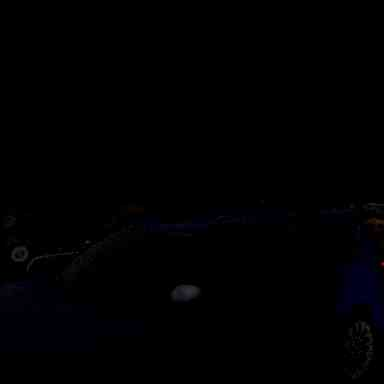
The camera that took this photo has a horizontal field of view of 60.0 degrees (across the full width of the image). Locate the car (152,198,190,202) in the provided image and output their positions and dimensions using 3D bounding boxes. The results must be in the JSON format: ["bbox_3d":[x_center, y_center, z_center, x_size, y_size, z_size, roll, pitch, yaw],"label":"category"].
[{"bbox_3d":[-2.580,1.424,26.253,2.163,1.488,4.792,0,0,-35],"label":"car"}]

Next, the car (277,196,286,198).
[{"bbox_3d":[6.452,1.408,32.668,2.002,1.452,4.674,0,0,-35],"label":"car"}]

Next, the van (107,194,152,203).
[{"bbox_3d":[-5.028,1.178,24.700,1.878,1.987,4.442,0,0,-35],"label":"van"}]

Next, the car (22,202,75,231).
[{"bbox_3d":[-9.395,1.463,21.507,2.163,1.488,4.792,-1,0,-35],"label":"car"}]

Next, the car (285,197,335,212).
[{"bbox_3d":[13.139,1.349,37.391,2.097,1.535,5.008,0,0,-35],"label":"car"}]

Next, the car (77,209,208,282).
[{"bbox_3d":[-1.867,1.439,10.767,2.231,1.521,4.892,0,0,-35],"label":"car"}]

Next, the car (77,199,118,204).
[{"bbox_3d":[-7.240,1.446,23.030,2.163,1.488,4.792,0,0,-35],"label":"car"}]

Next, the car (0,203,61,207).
[{"bbox_3d":[-4.160,1.337,9.193,2.185,1.767,4.553,-1,0,-35],"label":"car"}]

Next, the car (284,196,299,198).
[{"bbox_3d":[8.730,1.391,34.245,2.163,1.488,4.792,0,0,-35],"label":"car"}]

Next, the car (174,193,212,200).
[{"bbox_3d":[-0.352,1.136,27.897,2.435,2.045,5.566,0,0,-35],"label":"car"}]

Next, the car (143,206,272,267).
[{"bbox_3d":[0.282,1.417,12.521,1.946,1.575,5.366,0,0,-35],"label":"car"}]

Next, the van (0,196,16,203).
[{"bbox_3d":[-11.565,1.232,19.805,1.878,1.987,4.442,-1,0,-36],"label":"van"}]

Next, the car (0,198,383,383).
[{"bbox_3d":[-0.001,1.203,3.698,5.566,2.045,2.150,-1,0,-35],"label":"car"}]

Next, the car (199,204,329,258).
[{"bbox_3d":[2.662,1.405,13.749,1.946,1.575,5.366,0,0,-35],"label":"car"}]
